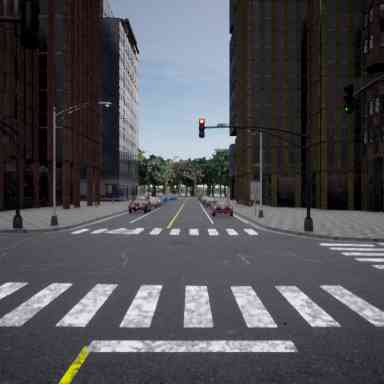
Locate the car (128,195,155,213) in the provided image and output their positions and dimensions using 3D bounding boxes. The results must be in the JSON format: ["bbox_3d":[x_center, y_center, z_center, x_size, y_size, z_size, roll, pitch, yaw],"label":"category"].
[{"bbox_3d":[-5.755,1.315,37.165,2.192,1.841,5.009,0,0,0],"label":"car"}]

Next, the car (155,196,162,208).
[{"bbox_3d":[-5.752,1.584,48.040,1.802,1.307,4.206,0,0,0],"label":"car"}]

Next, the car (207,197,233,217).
[{"bbox_3d":[2.769,1.439,31.726,1.967,1.590,4.097,0,0,0],"label":"car"}]

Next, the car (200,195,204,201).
[{"bbox_3d":[2.774,1.548,53.476,1.887,1.381,4.507,0,0,0],"label":"car"}]

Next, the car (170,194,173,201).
[{"bbox_3d":[-5.747,1.560,69.791,2.008,1.369,4.403,0,0,0],"label":"car"}]

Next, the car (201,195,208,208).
[{"bbox_3d":[2.773,1.553,48.038,2.008,1.369,4.403,0,0,0],"label":"car"}]

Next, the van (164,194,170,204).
[{"bbox_3d":[-5.749,1.348,64.353,1.690,1.788,3.998,0,0,0],"label":"van"}]

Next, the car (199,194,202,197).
[{"bbox_3d":[2.777,1.532,64.521,1.752,1.417,4.829,0,0,0],"label":"car"}]

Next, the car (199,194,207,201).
[{"bbox_3d":[2.775,1.550,58.914,1.887,1.381,4.507,0,0,0],"label":"car"}]

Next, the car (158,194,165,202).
[{"bbox_3d":[-5.751,1.529,53.308,1.752,1.417,4.829,0,0,0],"label":"car"}]

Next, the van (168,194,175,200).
[{"bbox_3d":[-5.743,1.362,91.541,1.690,1.788,3.998,0,0,0],"label":"van"}]

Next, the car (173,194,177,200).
[{"bbox_3d":[-5.744,1.583,86.103,1.947,1.339,4.313,0,0,0],"label":"car"}]

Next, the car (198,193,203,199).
[{"bbox_3d":[2.779,1.537,75.396,1.752,1.417,4.829,0,0,0],"label":"car"}]

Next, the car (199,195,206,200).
[{"bbox_3d":[2.782,1.546,91.709,1.752,1.417,4.829,0,0,0],"label":"car"}]
